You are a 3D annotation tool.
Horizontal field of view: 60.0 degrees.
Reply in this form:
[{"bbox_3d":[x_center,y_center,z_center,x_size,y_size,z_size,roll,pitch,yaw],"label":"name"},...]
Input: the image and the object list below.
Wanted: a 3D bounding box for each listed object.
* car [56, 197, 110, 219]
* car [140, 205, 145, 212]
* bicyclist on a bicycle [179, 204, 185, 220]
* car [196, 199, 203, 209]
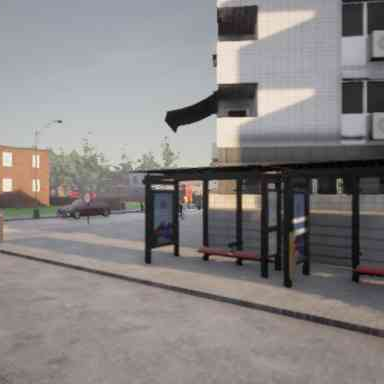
[{"bbox_3d":[-9.346,1.342,28.807,2.097,1.767,4.553,0,0,36],"label":"car"},{"bbox_3d":[-3.518,1.591,36.988,1.895,1.301,4.718,0,0,36],"label":"car"},{"bbox_3d":[-1.234,1.342,25.723,1.656,1.620,0.582,0,0,35],"label":"bicyclist on a bicycle"},{"bbox_3d":[2.444,1.342,45.328,2.097,1.767,4.553,0,0,36],"label":"car"}]
